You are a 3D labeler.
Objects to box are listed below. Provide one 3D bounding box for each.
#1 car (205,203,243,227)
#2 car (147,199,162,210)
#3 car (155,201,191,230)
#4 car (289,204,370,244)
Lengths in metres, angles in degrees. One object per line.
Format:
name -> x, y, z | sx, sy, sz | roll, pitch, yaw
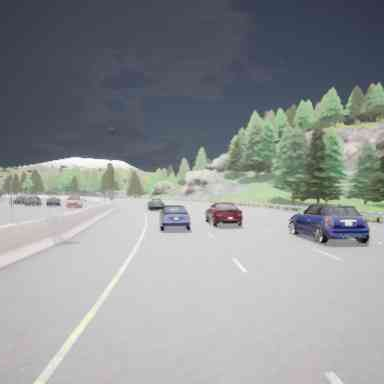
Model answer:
car -> 2.112, 1.475, 23.128 | 1.882, 1.535, 5.008 | 0, 0, -7
car -> -4.591, 1.573, 42.162 | 1.994, 1.385, 4.181 | 0, 0, -12
car -> -1.162, 1.550, 21.298 | 2.033, 1.411, 5.357 | 0, 0, -6
car -> 6.341, 1.342, 15.911 | 2.097, 1.767, 4.553 | 0, 0, -4
